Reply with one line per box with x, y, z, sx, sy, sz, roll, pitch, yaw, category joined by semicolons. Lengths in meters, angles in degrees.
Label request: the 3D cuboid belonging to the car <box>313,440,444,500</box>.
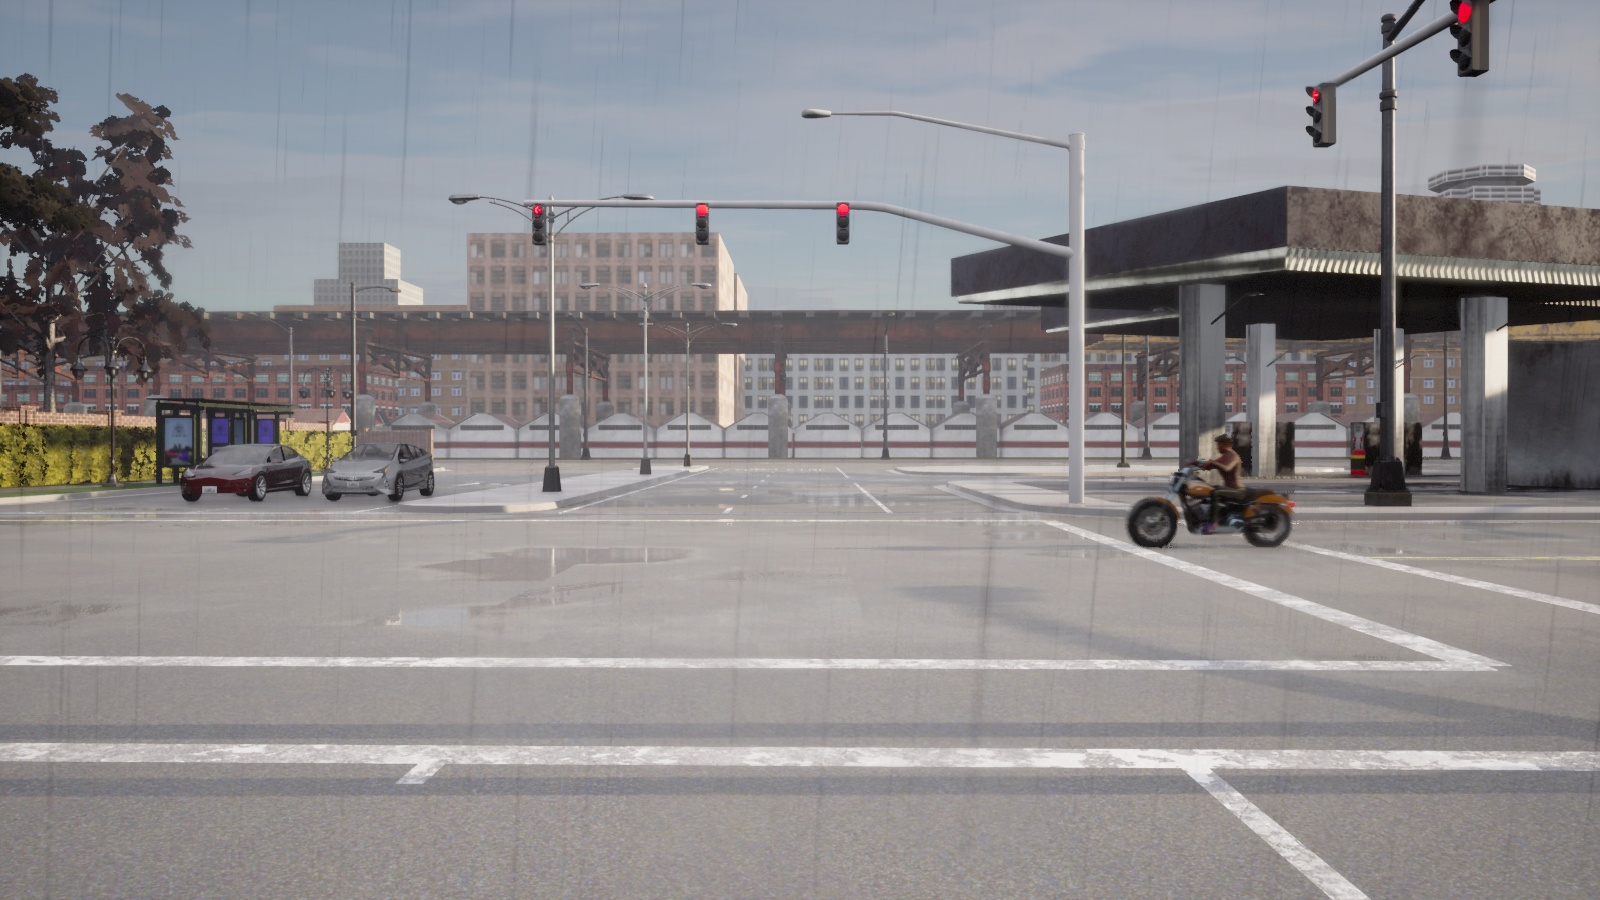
-11.300;0.492;34.023;2.007;1.525;4.514;0;0;0;car

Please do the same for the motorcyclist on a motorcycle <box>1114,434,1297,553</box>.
5.711;0.601;17.772;2.350;1.649;0.766;0;0;-1;motorcyclist on a motorcycle

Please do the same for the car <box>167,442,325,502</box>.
-14.822;0.543;33.925;2.163;1.488;4.792;0;0;0;car
